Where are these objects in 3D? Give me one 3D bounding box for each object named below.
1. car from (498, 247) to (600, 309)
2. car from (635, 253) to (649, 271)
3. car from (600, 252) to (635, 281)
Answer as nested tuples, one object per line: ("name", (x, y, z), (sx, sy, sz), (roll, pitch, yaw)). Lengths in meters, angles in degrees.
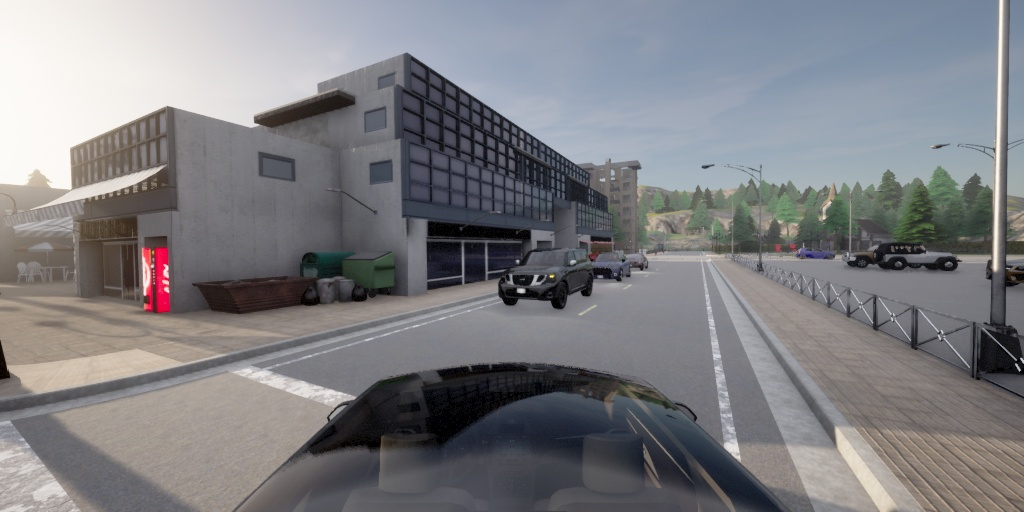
("car", (1.567, 0.693, 13.935), (2.150, 2.045, 5.566), (0, 1, 28))
("car", (10.871, 0.462, 31.716), (1.812, 1.442, 4.674), (0, 2, 28))
("car", (6.125, 0.561, 22.651), (2.097, 1.767, 4.553), (0, 2, 28))
